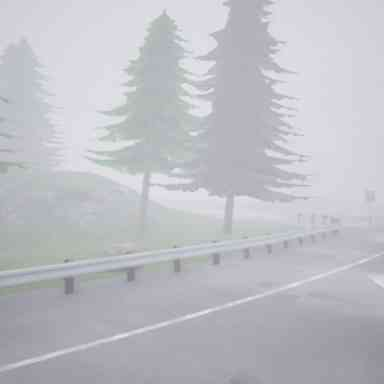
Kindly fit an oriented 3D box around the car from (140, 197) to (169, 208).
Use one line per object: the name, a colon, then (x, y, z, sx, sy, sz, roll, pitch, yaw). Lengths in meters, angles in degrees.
car: (-6.111, 1.878, 56.760, 4.718, 1.301, 1.895, 0, 0, 37)
